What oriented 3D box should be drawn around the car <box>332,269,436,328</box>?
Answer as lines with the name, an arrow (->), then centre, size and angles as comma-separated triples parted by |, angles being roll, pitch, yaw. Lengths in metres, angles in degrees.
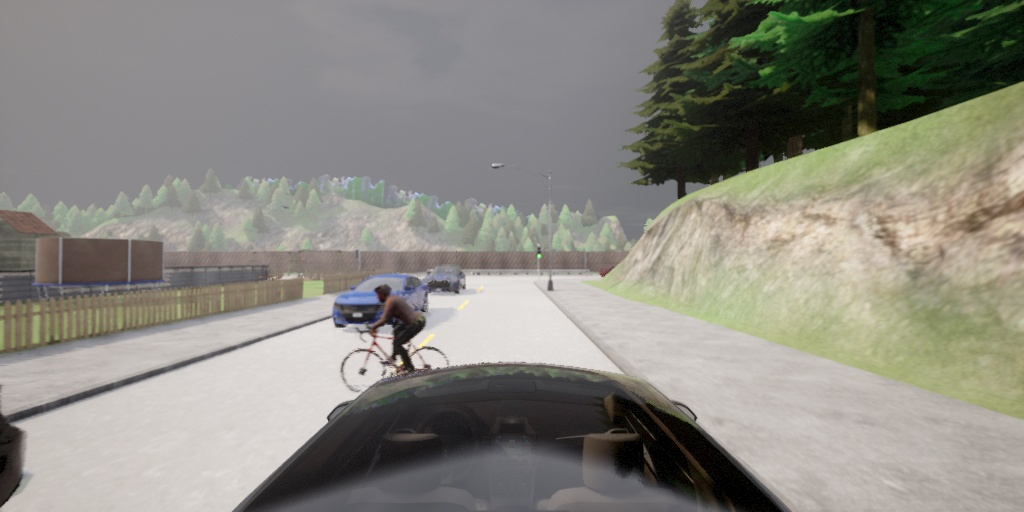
car -> -4.151, 1.352, 12.103 | 1.882, 1.535, 5.008 | 0, -1, 0

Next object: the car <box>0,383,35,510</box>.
car -> -4.083, 1.225, 0.221 | 2.128, 1.511, 4.902 | 0, -1, 0

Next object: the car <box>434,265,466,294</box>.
car -> -4.122, 1.349, 22.388 | 2.097, 1.767, 4.553 | 0, -1, 0

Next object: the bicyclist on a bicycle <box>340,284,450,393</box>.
bicyclist on a bicycle -> -1.758, 1.246, 5.372 | 1.656, 1.620, 0.582 | -2, -1, 0

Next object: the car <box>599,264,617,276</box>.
car -> 12.026, 1.665, 38.936 | 5.008, 1.535, 1.882 | 0, -1, 1
